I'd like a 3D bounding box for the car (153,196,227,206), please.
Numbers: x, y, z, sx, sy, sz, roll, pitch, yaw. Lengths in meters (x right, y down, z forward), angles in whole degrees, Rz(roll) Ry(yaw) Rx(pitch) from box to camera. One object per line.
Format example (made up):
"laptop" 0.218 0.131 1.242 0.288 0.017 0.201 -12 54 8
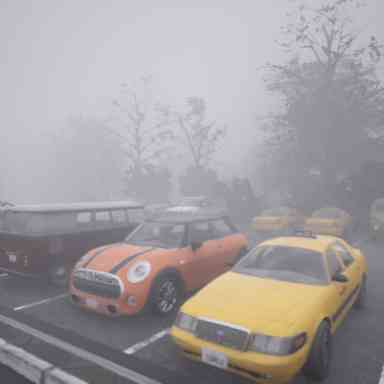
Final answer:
"car" 0.348 1.296 22.036 2.435 2.045 5.566 -1 -1 35

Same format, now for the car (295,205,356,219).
"car" 7.319 1.483 17.380 1.946 1.575 5.366 0 0 35

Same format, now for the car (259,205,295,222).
"car" 5.145 1.496 18.915 1.946 1.575 5.366 -1 0 35

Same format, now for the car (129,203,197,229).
"car" -1.926 1.588 23.651 2.231 1.521 4.892 -1 -1 35

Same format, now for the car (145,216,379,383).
"car" 1.789 1.476 5.816 1.946 1.575 5.366 0 0 35

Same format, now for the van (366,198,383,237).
"van" 9.428 1.253 15.524 1.878 1.987 4.442 0 0 35

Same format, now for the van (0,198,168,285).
"van" -2.905 1.281 9.494 1.878 1.987 4.442 -1 0 35

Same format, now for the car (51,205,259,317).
"car" -0.471 1.361 7.674 2.185 1.767 4.553 0 0 35

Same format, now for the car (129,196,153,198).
"car" -4.130 1.376 25.164 2.435 2.045 5.566 -1 -1 35
